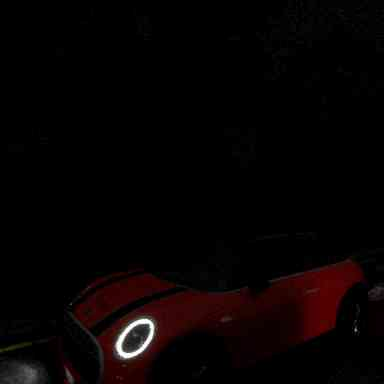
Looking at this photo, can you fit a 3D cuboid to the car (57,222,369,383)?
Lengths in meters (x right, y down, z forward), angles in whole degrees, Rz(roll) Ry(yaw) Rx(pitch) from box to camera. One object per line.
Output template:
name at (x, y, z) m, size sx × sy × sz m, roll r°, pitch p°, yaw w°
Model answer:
car at (0.540, 1.345, 4.812) m, size 4.553 × 1.767 × 2.097 m, roll 0°, pitch 0°, yaw -36°
